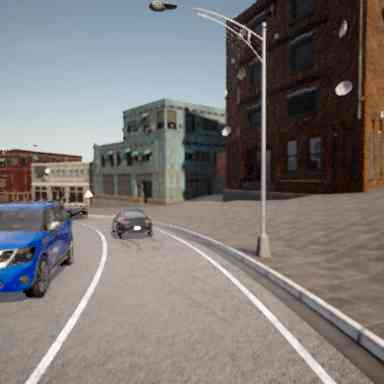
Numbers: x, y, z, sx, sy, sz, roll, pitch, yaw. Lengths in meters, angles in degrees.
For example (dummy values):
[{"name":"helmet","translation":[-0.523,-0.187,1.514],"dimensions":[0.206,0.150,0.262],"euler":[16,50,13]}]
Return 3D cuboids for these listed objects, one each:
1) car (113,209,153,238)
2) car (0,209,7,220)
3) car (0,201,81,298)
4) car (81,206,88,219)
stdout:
[{"name":"car","translation":[-3.400,1.663,18.668],"dimensions":[1.812,1.442,4.674],"euler":[-1,-1,-18]},{"name":"car","translation":[-28.034,3.251,46.118],"dimensions":[5.357,1.411,2.033],"euler":[-4,0,36]},{"name":"car","translation":[-4.595,1.299,8.817],"dimensions":[2.150,2.045,5.566],"euler":[-1,-1,-10]},{"name":"car","translation":[-13.029,2.173,36.564],"dimensions":[1.882,1.535,5.008],"euler":[-2,-1,-37]}]
